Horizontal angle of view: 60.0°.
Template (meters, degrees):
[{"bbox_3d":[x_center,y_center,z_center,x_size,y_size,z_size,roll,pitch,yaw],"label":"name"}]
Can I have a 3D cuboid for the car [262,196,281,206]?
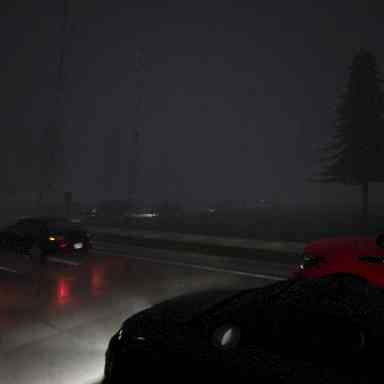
[{"bbox_3d":[14.589,1.480,60.959,2.097,1.767,4.553,-1,0,36],"label":"car"}]

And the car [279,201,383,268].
[{"bbox_3d":[4.465,1.218,5.091,5.566,2.045,2.150,0,0,36],"label":"car"}]

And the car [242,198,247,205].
[{"bbox_3d":[8.941,1.856,65.090,2.033,1.411,5.357,-1,0,36],"label":"car"}]

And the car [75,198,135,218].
[{"bbox_3d":[-7.914,1.560,30.632,2.097,1.767,4.553,-1,0,36],"label":"car"}]

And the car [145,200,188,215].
[{"bbox_3d":[-2.802,1.772,37.564,1.994,1.385,4.181,-1,0,37],"label":"car"}]

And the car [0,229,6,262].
[{"bbox_3d":[-7.376,1.698,9.286,4.718,1.301,1.895,-1,0,36],"label":"car"}]

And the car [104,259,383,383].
[{"bbox_3d":[1.085,1.572,3.213,4.181,1.385,1.994,0,0,36],"label":"car"}]

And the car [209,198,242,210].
[{"bbox_3d":[4.591,1.754,47.575,2.033,1.411,5.357,-1,0,36],"label":"car"}]

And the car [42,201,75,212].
[{"bbox_3d":[-13.323,1.773,35.095,1.837,1.490,4.892,-1,0,36],"label":"car"}]

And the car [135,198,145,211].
[{"bbox_3d":[-7.967,1.620,42.354,2.097,1.767,4.553,-1,0,36],"label":"car"}]

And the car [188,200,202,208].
[{"bbox_3d":[-0.466,1.868,52.503,1.895,1.301,4.718,-1,0,36],"label":"car"}]

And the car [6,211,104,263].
[{"bbox_3d":[-5.622,1.626,12.335,4.674,1.442,1.812,-1,0,36],"label":"car"}]
